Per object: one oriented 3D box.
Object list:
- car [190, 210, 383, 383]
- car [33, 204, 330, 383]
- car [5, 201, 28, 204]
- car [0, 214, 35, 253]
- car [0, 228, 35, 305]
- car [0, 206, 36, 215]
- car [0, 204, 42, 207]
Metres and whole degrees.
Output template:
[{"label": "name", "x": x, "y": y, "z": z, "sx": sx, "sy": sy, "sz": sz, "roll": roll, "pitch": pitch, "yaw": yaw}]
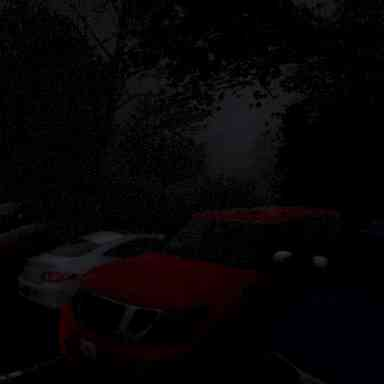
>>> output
[{"label": "car", "x": 2.787, "y": 1.306, "z": 3.593, "sx": 2.435, "sy": 2.045, "sz": 5.566, "roll": 1, "pitch": 0, "yaw": 43}, {"label": "car", "x": 0.831, "y": 1.282, "z": 5.398, "sx": 2.435, "sy": 2.045, "sz": 5.566, "roll": 1, "pitch": 0, "yaw": 43}, {"label": "car", "x": -11.433, "y": 1.417, "z": 16.748, "sx": 2.097, "sy": 1.535, "sz": 5.008, "roll": 0, "pitch": -1, "yaw": 43}, {"label": "car", "x": -3.248, "y": 1.489, "z": 9.191, "sx": 2.097, "sy": 1.535, "sz": 5.008, "roll": 1, "pitch": -1, "yaw": 43}, {"label": "car", "x": -1.292, "y": 1.549, "z": 7.388, "sx": 2.002, "sy": 1.452, "sz": 4.674, "roll": 1, "pitch": -1, "yaw": 43}, {"label": "car", "x": -7.317, "y": 1.480, "z": 12.994, "sx": 2.163, "sy": 1.488, "sz": 4.792, "roll": 0, "pitch": -1, "yaw": 43}, {"label": "car", "x": -9.403, "y": 1.462, "z": 14.841, "sx": 2.163, "sy": 1.488, "sz": 4.792, "roll": 0, "pitch": -1, "yaw": 43}]
